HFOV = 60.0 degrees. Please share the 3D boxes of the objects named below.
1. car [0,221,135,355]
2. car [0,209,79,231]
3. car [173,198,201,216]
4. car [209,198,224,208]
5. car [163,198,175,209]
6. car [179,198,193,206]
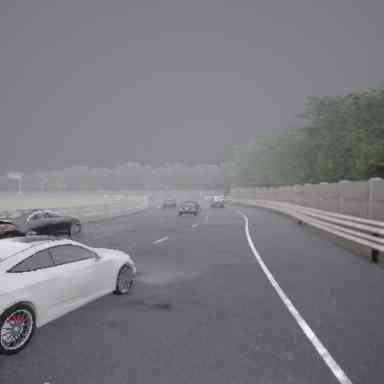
[{"bbox_3d":[-2.835,1.543,6.160,1.812,1.442,4.674,0,0,20],"label":"car"},{"bbox_3d":[-7.131,1.535,15.389,2.128,1.511,4.902,0,0,16],"label":"car"},{"bbox_3d":[-0.192,1.664,33.631,2.033,1.411,5.357,0,0,6],"label":"car"},{"bbox_3d":[3.656,1.705,50.164,1.812,1.442,4.674,0,0,-3],"label":"car"},{"bbox_3d":[-3.231,1.656,48.603,2.128,1.511,4.902,0,0,-3],"label":"car"},{"bbox_3d":[-1.215,1.816,62.417,1.895,1.301,4.718,0,0,-11],"label":"car"}]
